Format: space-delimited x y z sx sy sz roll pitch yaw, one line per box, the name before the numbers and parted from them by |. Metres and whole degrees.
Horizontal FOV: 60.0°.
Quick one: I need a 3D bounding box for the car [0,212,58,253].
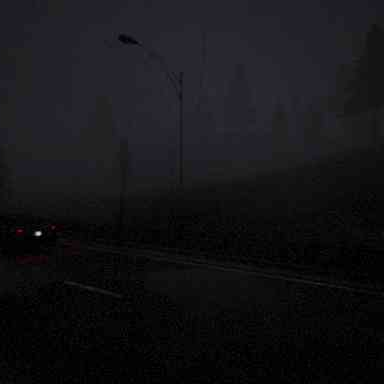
car | -7.344 1.516 13.521 4.181 1.385 1.994 0 0 35
